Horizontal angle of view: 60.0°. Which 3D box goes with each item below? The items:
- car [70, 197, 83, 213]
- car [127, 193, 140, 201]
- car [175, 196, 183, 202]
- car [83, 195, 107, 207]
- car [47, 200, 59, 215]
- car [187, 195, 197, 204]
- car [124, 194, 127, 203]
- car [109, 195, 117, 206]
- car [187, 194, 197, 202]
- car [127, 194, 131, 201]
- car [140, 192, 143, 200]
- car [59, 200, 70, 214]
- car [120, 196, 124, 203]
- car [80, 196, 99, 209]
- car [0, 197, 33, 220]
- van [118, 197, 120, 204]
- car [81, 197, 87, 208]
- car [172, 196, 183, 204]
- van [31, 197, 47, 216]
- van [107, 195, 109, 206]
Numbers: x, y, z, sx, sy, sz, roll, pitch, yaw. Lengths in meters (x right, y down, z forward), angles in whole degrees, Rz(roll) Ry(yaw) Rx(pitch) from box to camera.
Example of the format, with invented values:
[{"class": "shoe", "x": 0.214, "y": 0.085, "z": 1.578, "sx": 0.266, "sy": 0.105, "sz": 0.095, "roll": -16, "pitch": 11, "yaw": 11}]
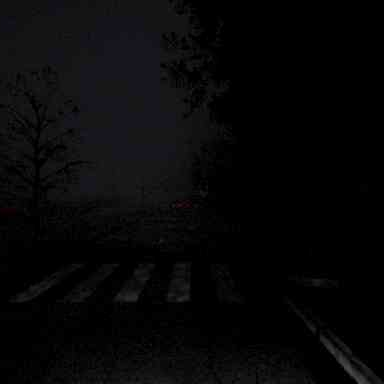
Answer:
[{"class": "car", "x": -16.693, "y": 1.784, "z": 41.211, "sx": 5.366, "sy": 1.575, "sz": 1.946, "roll": -1, "pitch": 0, "yaw": -20}, {"class": "car", "x": -16.806, "y": 1.651, "z": 86.003, "sx": 4.792, "sy": 1.488, "sz": 2.163, "roll": -1, "pitch": 0, "yaw": -20}, {"class": "car", "x": -2.990, "y": 1.655, "z": 77.257, "sx": 1.895, "sy": 1.301, "sz": 4.718, "roll": 0, "pitch": 0, "yaw": 0}, {"class": "car", "x": -16.885, "y": 1.526, "z": 53.066, "sx": 5.566, "sy": 2.045, "sz": 2.435, "roll": -1, "pitch": 0, "yaw": -20}, {"class": "car", "x": -16.864, "y": 1.809, "z": 35.170, "sx": 4.674, "sy": 1.452, "sz": 2.002, "roll": -1, "pitch": 0, "yaw": -20}, {"class": "car", "x": 0.009, "y": 1.570, "z": 67.189, "sx": 2.097, "sy": 1.767, "sz": 4.553, "roll": 0, "pitch": 0, "yaw": 0}, {"class": "car", "x": -16.838, "y": 1.733, "z": 70.979, "sx": 4.674, "sy": 1.452, "sz": 2.002, "roll": -1, "pitch": 1, "yaw": -20}, {"class": "car", "x": -16.830, "y": 1.497, "z": 59.062, "sx": 5.566, "sy": 2.045, "sz": 2.435, "roll": -1, "pitch": 0, "yaw": -20}, {"class": "car", "x": 0.010, "y": 1.416, "z": 77.196, "sx": 2.097, "sy": 1.767, "sz": 4.553, "roll": 0, "pitch": 0, "yaw": 0}, {"class": "car", "x": -16.815, "y": 1.707, "z": 73.997, "sx": 4.792, "sy": 1.488, "sz": 2.163, "roll": -1, "pitch": 0, "yaw": -20}, {"class": "car", "x": -16.998, "y": 1.590, "z": 91.927, "sx": 5.366, "sy": 1.575, "sz": 1.946, "roll": -1, "pitch": 1, "yaw": -20}, {"class": "car", "x": -16.893, "y": 1.814, "z": 38.142, "sx": 4.792, "sy": 1.488, "sz": 2.163, "roll": -1, "pitch": 0, "yaw": -20}, {"class": "car", "x": -16.817, "y": 1.581, "z": 68.006, "sx": 4.553, "sy": 1.767, "sz": 2.185, "roll": -1, "pitch": 1, "yaw": -20}, {"class": "car", "x": -16.854, "y": 1.825, "z": 50.096, "sx": 4.674, "sy": 1.452, "sz": 2.002, "roll": -1, "pitch": 0, "yaw": -20}, {"class": "car", "x": -16.846, "y": 1.604, "z": 29.211, "sx": 4.553, "sy": 1.767, "sz": 2.185, "roll": -1, "pitch": 0, "yaw": -20}, {"class": "van", "x": -16.958, "y": 1.497, "z": 64.970, "sx": 4.442, "sy": 1.987, "sz": 1.878, "roll": -1, "pitch": 1, "yaw": -20}, {"class": "car", "x": -16.835, "y": 1.822, "z": 44.139, "sx": 4.792, "sy": 1.488, "sz": 2.163, "roll": -1, "pitch": 0, "yaw": -20}, {"class": "car", "x": -2.991, "y": 1.741, "z": 67.220, "sx": 1.812, "sy": 1.442, "sz": 4.674, "roll": 0, "pitch": 0, "yaw": 0}, {"class": "van", "x": -16.766, "y": 1.526, "z": 32.239, "sx": 4.442, "sy": 1.987, "sz": 1.878, "roll": -1, "pitch": -1, "yaw": -20}, {"class": "van", "x": -16.748, "y": 1.536, "z": 56.109, "sx": 4.442, "sy": 1.987, "sz": 1.878, "roll": -1, "pitch": 0, "yaw": -20}]
